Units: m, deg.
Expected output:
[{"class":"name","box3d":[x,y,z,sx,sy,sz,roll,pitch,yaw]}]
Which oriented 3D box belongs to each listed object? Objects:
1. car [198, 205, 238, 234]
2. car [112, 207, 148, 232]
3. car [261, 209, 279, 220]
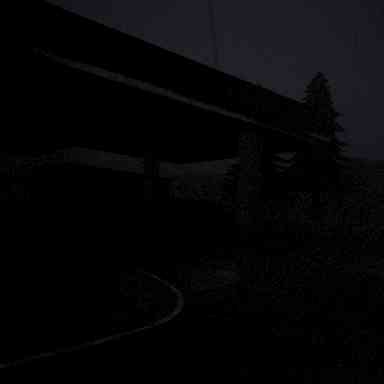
[{"class":"car","box3d":[2.151,1.854,23.493,1.905,1.878,3.866,2,-1,-37]},{"class":"car","box3d":[-4.983,1.883,23.523,2.242,1.667,4.611,2,-1,-37]},{"class":"car","box3d":[6.987,2.408,35.295,1.895,1.301,4.718,2,-1,-37]}]
